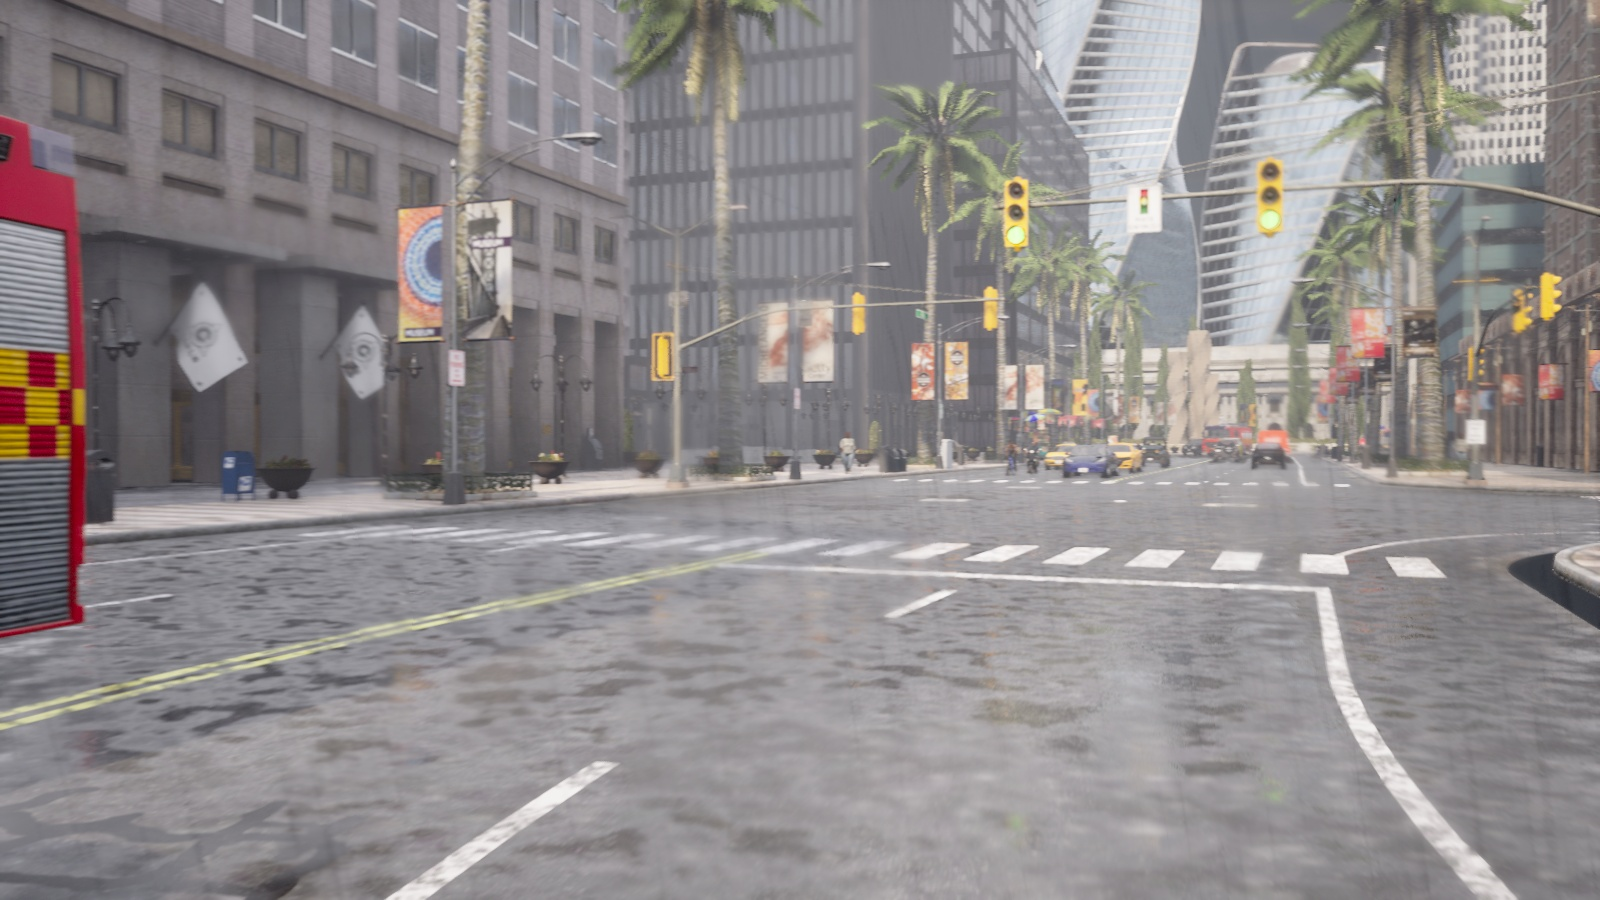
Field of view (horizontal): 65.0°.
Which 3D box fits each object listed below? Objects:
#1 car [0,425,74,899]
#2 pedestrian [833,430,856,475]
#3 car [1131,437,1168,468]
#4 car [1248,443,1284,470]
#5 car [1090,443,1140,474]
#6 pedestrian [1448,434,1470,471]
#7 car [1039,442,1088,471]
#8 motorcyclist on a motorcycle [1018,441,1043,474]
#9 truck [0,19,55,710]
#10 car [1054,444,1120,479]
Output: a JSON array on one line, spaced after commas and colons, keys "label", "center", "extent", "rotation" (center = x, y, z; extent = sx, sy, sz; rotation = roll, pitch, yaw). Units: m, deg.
[{"label": "car", "center": [-3.370, 0.708, 1.496], "extent": [1.882, 1.535, 5.008], "rotation": [0, 0, 4]}, {"label": "pedestrian", "center": [1.887, 0.107, 52.942], "extent": [0.874, 1.855, 0.900], "rotation": [0, 0, -4]}, {"label": "car", "center": [22.206, 0.142, 79.750], "extent": [1.905, 1.878, 3.866], "rotation": [0, 0, 21]}, {"label": "car", "center": [27.599, 0.367, 74.346], "extent": [1.882, 1.535, 5.008], "rotation": [0, 0, 22]}, {"label": "car", "center": [16.289, 0.395, 64.727], "extent": [1.882, 1.535, 5.008], "rotation": [0, 0, 21]}, {"label": "pedestrian", "center": [33.012, 0.124, 62.894], "extent": [0.874, 1.855, 0.900], "rotation": [0, 0, 23]}, {"label": "car", "center": [14.869, 0.319, 70.691], "extent": [1.801, 1.575, 5.366], "rotation": [0, 0, 21]}, {"label": "motorcyclist on a motorcycle", "center": [11.297, 0.377, 61.585], "extent": [0.866, 1.590, 1.817], "rotation": [0, 0, 21]}, {"label": "truck", "center": [-6.657, -0.454, 3.496], "extent": [2.891, 3.827, 8.468], "rotation": [0, 0, 12]}, {"label": "car", "center": [12.847, 0.459, 55.952], "extent": [2.163, 1.488, 4.792], "rotation": [0, 0, 21]}]
